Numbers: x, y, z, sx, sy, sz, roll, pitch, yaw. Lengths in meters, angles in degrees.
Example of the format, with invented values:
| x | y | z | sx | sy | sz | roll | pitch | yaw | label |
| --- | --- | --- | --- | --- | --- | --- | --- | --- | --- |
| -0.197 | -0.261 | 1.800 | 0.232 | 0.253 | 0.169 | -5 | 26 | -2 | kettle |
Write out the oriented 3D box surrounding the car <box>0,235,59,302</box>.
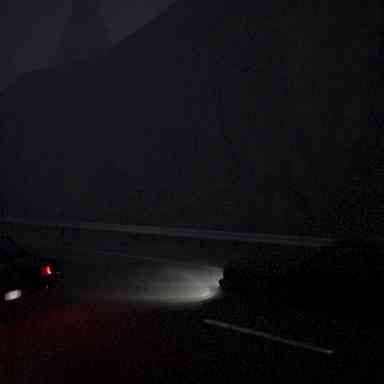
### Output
| x | y | z | sx | sy | sz | roll | pitch | yaw | label |
| --- | --- | --- | --- | --- | --- | --- | --- | --- | --- |
| -5.137 | 1.595 | 7.290 | 4.718 | 1.301 | 1.895 | 0 | 0 | 33 | car |

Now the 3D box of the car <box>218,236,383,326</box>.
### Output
| x | y | z | sx | sy | sz | roll | pitch | yaw | label |
| --- | --- | --- | --- | --- | --- | --- | --- | --- | --- |
| 3.167 | 1.537 | 5.952 | 5.357 | 1.411 | 2.033 | 0 | 0 | 35 | car |
